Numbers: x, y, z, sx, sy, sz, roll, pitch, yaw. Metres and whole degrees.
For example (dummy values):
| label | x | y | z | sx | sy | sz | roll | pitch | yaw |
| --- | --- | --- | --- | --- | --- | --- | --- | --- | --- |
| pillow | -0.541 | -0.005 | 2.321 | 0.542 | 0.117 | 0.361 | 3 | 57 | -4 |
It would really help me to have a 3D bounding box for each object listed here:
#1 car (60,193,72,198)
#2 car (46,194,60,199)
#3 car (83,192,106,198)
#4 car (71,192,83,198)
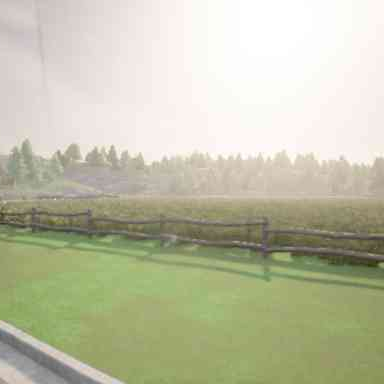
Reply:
| label | x | y | z | sx | sy | sz | roll | pitch | yaw |
| --- | --- | --- | --- | --- | --- | --- | --- | --- | --- |
| car | -31.672 | 1.185 | 87.233 | 1.812 | 1.442 | 4.674 | 0 | 0 | 12 |
| car | -35.200 | 1.200 | 87.485 | 2.033 | 1.411 | 5.357 | 0 | 0 | 12 |
| car | -24.945 | 1.218 | 85.231 | 2.128 | 1.511 | 4.902 | 0 | 0 | 12 |
| car | -28.357 | 1.277 | 86.012 | 1.895 | 1.301 | 4.718 | 0 | 0 | 12 |
